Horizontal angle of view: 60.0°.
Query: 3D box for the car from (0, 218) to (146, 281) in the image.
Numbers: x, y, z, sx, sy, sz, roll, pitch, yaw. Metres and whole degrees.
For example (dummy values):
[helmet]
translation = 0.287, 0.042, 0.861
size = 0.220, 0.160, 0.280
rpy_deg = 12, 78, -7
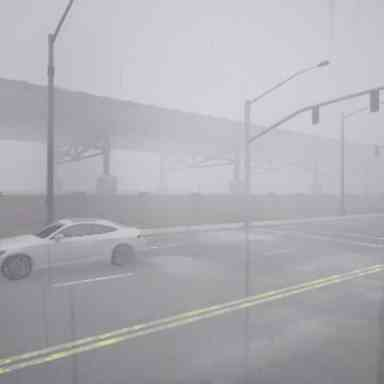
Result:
[car]
translation = -3.636, 1.538, 9.998
size = 4.674, 1.442, 1.812
rpy_deg = 0, 0, -36
